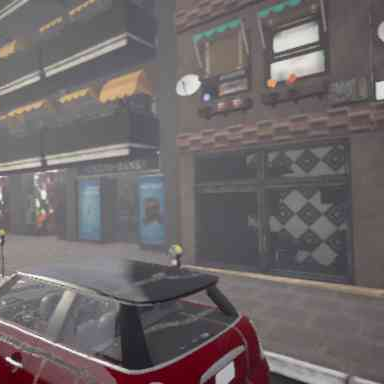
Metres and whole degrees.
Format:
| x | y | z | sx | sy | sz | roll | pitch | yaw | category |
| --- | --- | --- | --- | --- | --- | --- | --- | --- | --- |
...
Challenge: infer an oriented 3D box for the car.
| x | y | z | sx | sy | sz | roll | pitch | yaw | category |
| --- | --- | --- | --- | --- | --- | --- | --- | --- | --- |
| -1.323 | 1.456 | 3.697 | 4.097 | 1.590 | 1.967 | 0 | -2 | 36 | car |
